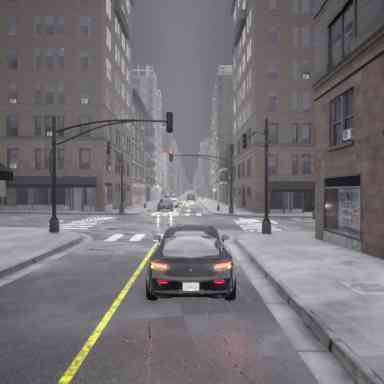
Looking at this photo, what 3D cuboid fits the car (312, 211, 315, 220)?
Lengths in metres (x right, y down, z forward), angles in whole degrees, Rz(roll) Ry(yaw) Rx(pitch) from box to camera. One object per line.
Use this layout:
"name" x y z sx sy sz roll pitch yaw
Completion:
"car" 12.276 1.721 26.856 5.008 1.535 1.882 1 0 -1

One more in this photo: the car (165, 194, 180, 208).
"car" -3.249 1.292 50.897 2.150 2.045 5.566 0 0 0

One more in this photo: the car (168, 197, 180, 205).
"car" -3.250 1.639 61.476 2.033 1.411 5.357 0 0 0

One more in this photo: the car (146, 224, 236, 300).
"car" -0.018 1.527 8.236 1.812 1.442 4.674 0 0 0

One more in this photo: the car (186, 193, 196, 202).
"car" -0.248 1.358 81.772 2.150 2.045 5.566 0 0 0

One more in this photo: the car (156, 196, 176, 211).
"car" -3.236 1.556 40.842 1.837 1.490 4.892 0 0 -2
